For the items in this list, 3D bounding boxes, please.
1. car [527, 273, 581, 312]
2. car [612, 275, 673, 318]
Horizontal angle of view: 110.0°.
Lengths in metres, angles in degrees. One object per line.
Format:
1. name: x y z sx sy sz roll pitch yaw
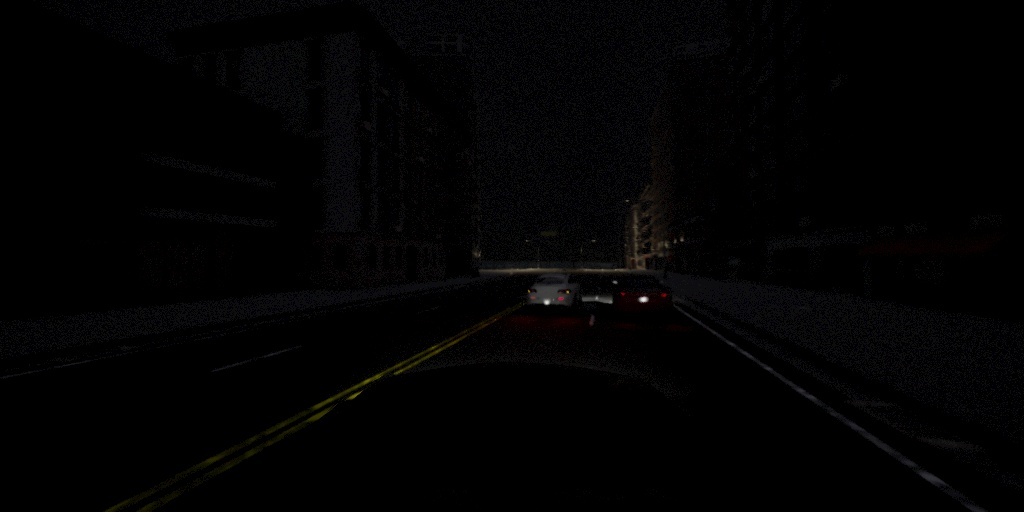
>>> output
1. car: 1.847 1.431 15.071 1.812 1.442 4.674 -1 0 15
2. car: 4.869 1.429 13.792 1.994 1.385 4.181 -1 -1 15
